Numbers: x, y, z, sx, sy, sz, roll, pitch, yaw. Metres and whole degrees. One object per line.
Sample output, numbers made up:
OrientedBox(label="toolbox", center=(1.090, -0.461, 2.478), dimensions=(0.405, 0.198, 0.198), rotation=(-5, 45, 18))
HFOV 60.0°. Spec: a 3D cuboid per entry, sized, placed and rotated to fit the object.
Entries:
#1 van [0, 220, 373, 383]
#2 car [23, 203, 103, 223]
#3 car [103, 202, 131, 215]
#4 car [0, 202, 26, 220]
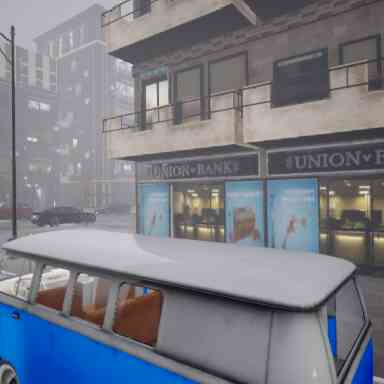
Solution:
OrientedBox(label="van", center=(-0.450, 1.342, 3.182), dimensions=(3.998, 1.788, 1.690), rotation=(0, -1, 36))
OrientedBox(label="car", center=(-8.542, 1.583, 22.356), dimensions=(1.947, 1.339, 4.313), rotation=(-2, -1, 36))
OrientedBox(label="car", center=(-8.612, 1.798, 36.407), dimensions=(1.947, 1.339, 4.313), rotation=(-2, -1, 36))
OrientedBox(label="car", center=(-15.293, 1.608, 27.325), dimensions=(1.967, 1.590, 4.097), rotation=(-2, -1, 36))
